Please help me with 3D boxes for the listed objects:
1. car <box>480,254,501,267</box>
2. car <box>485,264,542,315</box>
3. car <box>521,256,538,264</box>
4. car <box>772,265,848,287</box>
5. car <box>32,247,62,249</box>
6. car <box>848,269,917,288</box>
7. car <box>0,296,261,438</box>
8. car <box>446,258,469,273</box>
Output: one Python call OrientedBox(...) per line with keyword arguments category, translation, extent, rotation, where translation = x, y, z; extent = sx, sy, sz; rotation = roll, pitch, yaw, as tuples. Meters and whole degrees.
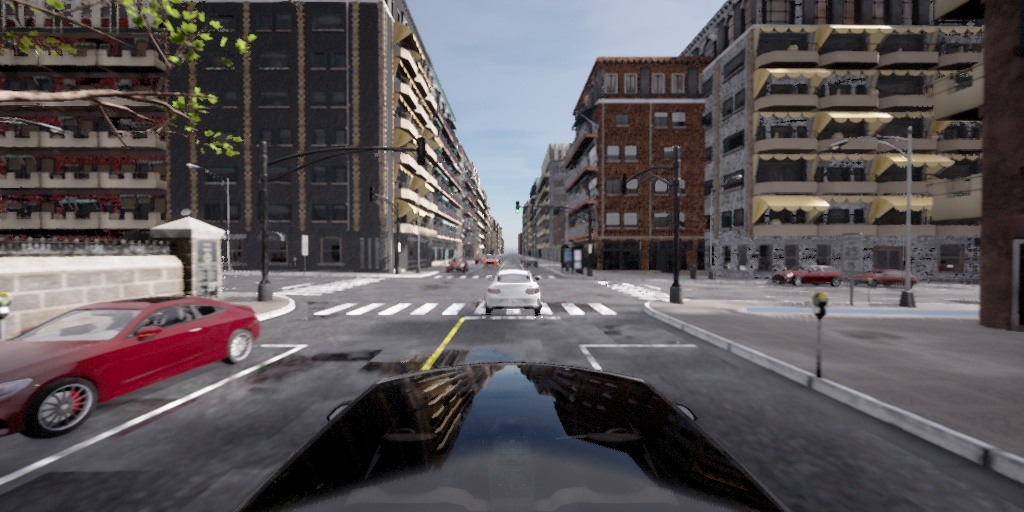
OrientedBox(category="car", translation=(-3.081, 0.701, 52.919), extent=(2.097, 1.767, 4.553), rotation=(0, 0, 0))
OrientedBox(category="car", translation=(0.055, 1.186, 13.046), extent=(1.812, 1.442, 4.674), rotation=(0, 1, 0))
OrientedBox(category="car", translation=(2.687, 0.929, 49.013), extent=(2.007, 1.370, 4.403), rotation=(0, 0, 0))
OrientedBox(category="car", translation=(21.378, 1.378, 26.183), extent=(4.097, 1.591, 1.967), rotation=(0, 0, -1))
OrientedBox(category="car", translation=(-33.293, 0.293, 25.539), extent=(5.009, 1.841, 2.192), rotation=(0, 0, -1))
OrientedBox(category="car", translation=(27.051, 1.619, 26.252), extent=(4.207, 1.307, 1.802), rotation=(0, 0, -1))
OrientedBox(category="car", translation=(-5.690, 1.304, 5.331), extent=(1.802, 1.307, 4.207), rotation=(0, 0, 0))
OrientedBox(category="car", translation=(-5.692, 0.907, 37.741), extent=(1.967, 1.591, 4.097), rotation=(0, 0, 0))
